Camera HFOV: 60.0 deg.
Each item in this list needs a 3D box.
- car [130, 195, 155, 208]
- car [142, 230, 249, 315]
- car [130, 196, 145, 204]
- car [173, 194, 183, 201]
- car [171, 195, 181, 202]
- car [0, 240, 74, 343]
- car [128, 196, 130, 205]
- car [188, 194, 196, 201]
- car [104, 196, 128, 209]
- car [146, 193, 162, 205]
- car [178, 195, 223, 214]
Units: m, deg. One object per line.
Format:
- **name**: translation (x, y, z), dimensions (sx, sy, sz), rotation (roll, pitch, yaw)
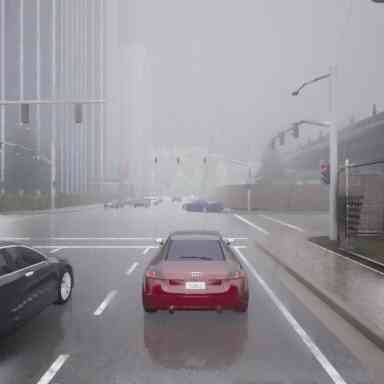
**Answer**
- **car**: translation (-7.106, 1.547, 47.978), dimensions (2.033, 1.411, 5.357), rotation (0, 0, 0)
- **car**: translation (0.069, 1.564, 7.680), dimensions (1.994, 1.385, 4.181), rotation (0, 0, 0)
- **car**: translation (-10.556, 1.547, 64.911), dimensions (2.033, 1.411, 5.357), rotation (0, 0, 1)
- **car**: translation (-3.531, 1.386, 84.693), dimensions (2.128, 1.511, 4.902), rotation (0, 0, 0)
- **car**: translation (-3.528, 1.495, 74.269), dimensions (1.837, 1.490, 4.892), rotation (0, 0, 0)
- **car**: translation (-3.444, 1.505, 5.222), dimensions (1.837, 1.490, 4.892), rotation (0, 0, 0)
- **car**: translation (-10.604, 1.505, 54.596), dimensions (1.837, 1.490, 4.892), rotation (0, 0, 0)
- **car**: translation (-0.031, 1.361, 84.694), dimensions (1.837, 1.490, 4.892), rotation (0, 0, 0)
- **car**: translation (-10.609, 1.492, 45.352), dimensions (2.128, 1.511, 4.902), rotation (0, 0, 0)
- **car**: translation (-7.096, 1.221, 58.168), dimensions (2.150, 2.045, 5.566), rotation (0, 0, 1)
- **car**: translation (1.088, 1.498, 35.835), dimensions (1.882, 1.535, 5.008), rotation (-2, 2, -42)
